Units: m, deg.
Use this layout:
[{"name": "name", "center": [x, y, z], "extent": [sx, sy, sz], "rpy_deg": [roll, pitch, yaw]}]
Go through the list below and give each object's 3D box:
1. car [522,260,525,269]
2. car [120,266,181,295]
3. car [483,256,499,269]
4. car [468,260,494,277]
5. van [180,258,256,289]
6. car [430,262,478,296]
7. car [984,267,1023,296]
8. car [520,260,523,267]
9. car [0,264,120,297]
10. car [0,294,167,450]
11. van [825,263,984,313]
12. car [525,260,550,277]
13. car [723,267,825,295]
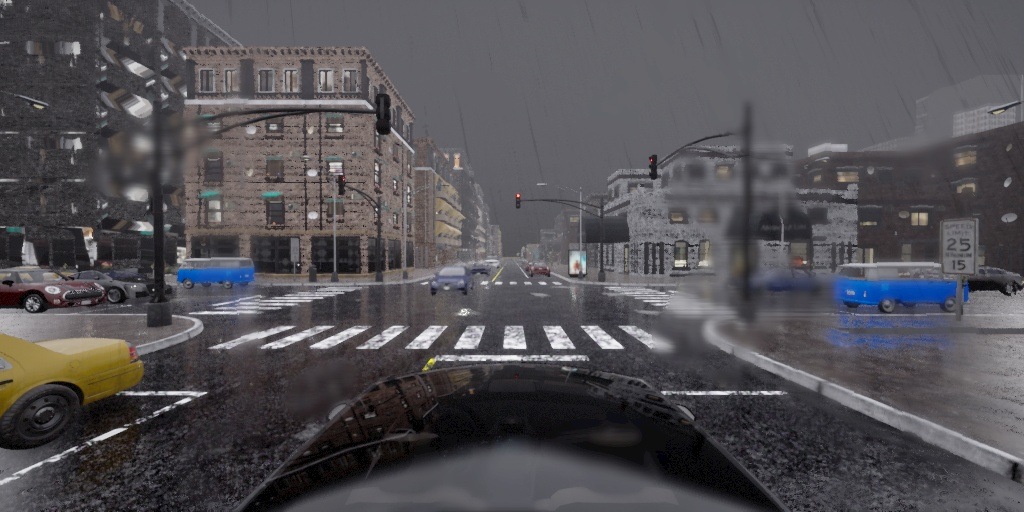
[{"name": "car", "center": [2.626, 1.347, 46.615], "extent": [1.802, 1.307, 4.207], "rpy_deg": [0, 0, 0]}, {"name": "car", "center": [-17.753, 1.295, 15.835], "extent": [4.181, 1.385, 1.994], "rpy_deg": [0, 0, -1]}, {"name": "car", "center": [-3.165, 0.995, 56.428], "extent": [2.150, 2.045, 5.566], "rpy_deg": [0, 0, 0]}, {"name": "car", "center": [-3.149, 1.357, 36.022], "extent": [1.895, 1.301, 4.718], "rpy_deg": [0, 0, 0]}, {"name": "van", "center": [-17.793, 1.030, 21.632], "extent": [3.998, 1.789, 1.690], "rpy_deg": [0, 0, -1]}, {"name": "car", "center": [-3.123, 1.256, 19.445], "extent": [1.812, 1.442, 4.674], "rpy_deg": [0, 0, 0]}, {"name": "car", "center": [24.410, 1.290, 19.408], "extent": [4.902, 1.511, 2.128], "rpy_deg": [0, 0, 0]}, {"name": "car", "center": [2.618, 1.320, 52.312], "extent": [2.007, 1.370, 4.403], "rpy_deg": [0, 0, 0]}, {"name": "car", "center": [-17.738, 1.190, 13.251], "extent": [4.097, 1.591, 1.967], "rpy_deg": [0, 0, -1]}, {"name": "car", "center": [-5.692, 1.275, 2.573], "extent": [1.751, 1.417, 4.829], "rpy_deg": [0, 0, 0]}, {"name": "van", "center": [14.639, 1.156, 13.538], "extent": [3.998, 1.789, 1.690], "rpy_deg": [0, 0, -1]}, {"name": "car", "center": [2.643, 1.195, 35.222], "extent": [1.967, 1.591, 4.097], "rpy_deg": [0, 0, 0]}, {"name": "car", "center": [14.485, 1.320, 19.324], "extent": [5.357, 1.411, 2.033], "rpy_deg": [0, 0, -1]}]
